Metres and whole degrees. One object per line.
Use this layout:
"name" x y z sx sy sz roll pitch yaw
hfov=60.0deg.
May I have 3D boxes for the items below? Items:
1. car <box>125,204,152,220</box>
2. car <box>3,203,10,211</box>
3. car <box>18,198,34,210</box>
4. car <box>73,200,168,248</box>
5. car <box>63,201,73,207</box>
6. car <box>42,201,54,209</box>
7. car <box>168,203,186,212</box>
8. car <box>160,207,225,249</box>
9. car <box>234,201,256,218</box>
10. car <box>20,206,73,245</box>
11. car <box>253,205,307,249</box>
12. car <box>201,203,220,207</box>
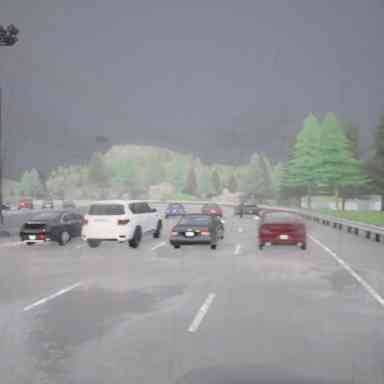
"car" -5.135 1.910 32.528 1.895 1.301 4.718 -1 0 -1
"car" -31.373 2.422 55.141 1.895 1.301 4.718 -1 0 -23
"car" -28.655 2.029 57.609 2.150 2.045 5.566 0 -1 -24
"car" -3.065 1.375 15.808 2.150 2.045 5.566 -1 0 11
"car" -22.361 2.306 60.591 1.994 1.385 4.181 -1 0 -24
"car" -25.376 2.260 58.749 2.128 1.511 4.902 -1 0 -24
"car" -1.631 1.810 32.458 2.033 1.411 5.357 -1 0 -1
"car" 0.373 1.656 15.128 2.033 1.411 5.357 -1 0 11
"car" 5.349 1.667 32.857 2.128 1.511 4.902 -1 0 -1
"car" -6.460 1.717 16.740 1.837 1.490 4.892 -1 0 10
"car" 3.880 1.539 14.960 1.882 1.535 5.008 -1 0 10
"car" 1.851 1.784 32.773 1.994 1.385 4.181 -1 0 -1
